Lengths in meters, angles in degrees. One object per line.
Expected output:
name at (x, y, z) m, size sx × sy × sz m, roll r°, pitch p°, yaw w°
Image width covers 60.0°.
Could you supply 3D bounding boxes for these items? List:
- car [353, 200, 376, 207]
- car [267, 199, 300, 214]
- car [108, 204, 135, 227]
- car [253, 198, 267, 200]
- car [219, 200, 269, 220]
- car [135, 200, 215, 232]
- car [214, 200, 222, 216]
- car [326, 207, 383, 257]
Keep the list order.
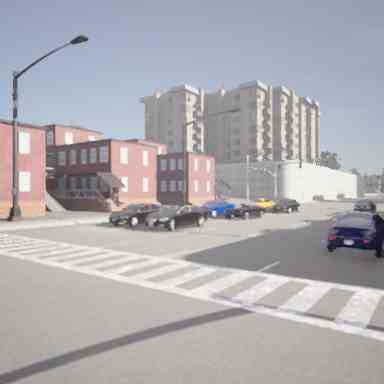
car at (18.238, 1.557, 35.152) m, size 2.033 × 1.411 × 5.357 m, roll 0°, pitch 0°, yaw 33°
car at (10.368, 1.527, 36.524) m, size 1.837 × 1.490 × 4.892 m, roll 0°, pitch 0°, yaw 36°
car at (-3.584, 1.534, 23.033) m, size 1.837 × 1.490 × 4.892 m, roll 0°, pitch 0°, yaw 35°
car at (7.904, 1.506, 39.090) m, size 1.882 × 1.535 × 5.008 m, roll 0°, pitch 0°, yaw 36°
car at (4.526, 1.622, 28.363) m, size 1.895 × 1.301 × 4.718 m, roll 0°, pitch 0°, yaw 36°
car at (-0.902, 1.514, 20.754) m, size 2.128 × 1.511 × 4.902 m, roll 0°, pitch 0°, yaw 36°
car at (2.120, 1.507, 31.020) m, size 1.882 × 1.535 × 5.008 m, roll 0°, pitch 0°, yaw 35°
car at (6.664, 1.529, 13.104) m, size 1.812 × 1.442 × 4.674 m, roll 0°, pitch 0°, yaw 37°
